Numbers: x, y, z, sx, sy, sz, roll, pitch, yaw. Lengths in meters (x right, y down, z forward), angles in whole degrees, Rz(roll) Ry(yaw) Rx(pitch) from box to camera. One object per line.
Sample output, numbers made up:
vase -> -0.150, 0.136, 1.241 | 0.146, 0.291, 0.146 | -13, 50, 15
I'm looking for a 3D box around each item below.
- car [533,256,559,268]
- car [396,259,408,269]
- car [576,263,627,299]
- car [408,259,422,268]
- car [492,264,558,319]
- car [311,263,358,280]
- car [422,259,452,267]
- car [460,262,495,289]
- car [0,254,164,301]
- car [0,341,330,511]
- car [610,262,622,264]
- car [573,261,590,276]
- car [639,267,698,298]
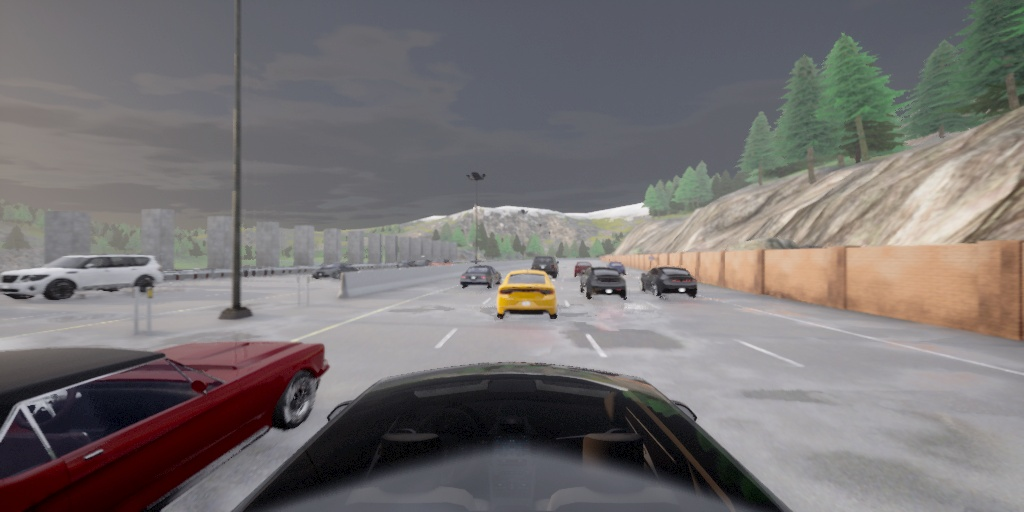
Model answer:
car -> 3.057, 1.027, 32.678 | 2.150, 2.045, 5.566 | 0, 0, 10
car -> -17.047, 1.260, 58.698 | 2.128, 1.511, 4.902 | 0, 0, 13
car -> 4.551, 1.296, 18.343 | 1.837, 1.490, 4.892 | 0, 0, 6
car -> -13.970, 1.284, 56.337 | 1.837, 1.490, 4.892 | 0, 1, 12
car -> 0.581, 1.245, 13.061 | 1.882, 1.535, 5.008 | 0, 0, 4
car -> -15.167, 1.300, 30.896 | 1.994, 1.385, 4.181 | 0, 0, 9
car -> -9.089, 1.131, 45.182 | 2.097, 1.767, 4.553 | 0, 0, 10
car -> -1.930, 1.321, 23.451 | 2.033, 1.411, 5.357 | 0, 0, 7
car -> -20.374, 0.921, 17.349 | 2.150, 2.045, 5.566 | 0, 0, 5
car -> -3.358, 1.340, 2.636 | 1.895, 1.301, 4.718 | 0, 0, 0
car -> 11.480, 1.370, 39.910 | 1.812, 1.442, 4.674 | 0, 0, 11
car -> 7.507, 1.305, 37.687 | 1.882, 1.535, 5.008 | 0, 0, 10
car -> 8.143, 1.310, 19.018 | 1.837, 1.490, 4.892 | 0, 0, 6
